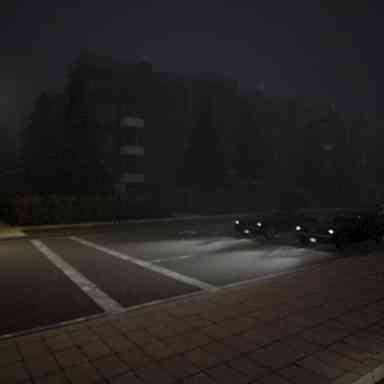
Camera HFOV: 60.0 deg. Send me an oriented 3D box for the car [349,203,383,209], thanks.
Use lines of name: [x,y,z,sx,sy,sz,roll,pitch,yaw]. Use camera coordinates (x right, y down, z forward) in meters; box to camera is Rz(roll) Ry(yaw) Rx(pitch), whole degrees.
car: [11.572,1.459,22.379,4.674,1.442,1.812,0,0,-36]

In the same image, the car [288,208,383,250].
car: [6.523,1.560,14.342,4.718,1.301,1.895,0,0,-36]

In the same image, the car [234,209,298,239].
car: [4.391,1.561,17.119,4.718,1.301,1.895,0,0,-36]
